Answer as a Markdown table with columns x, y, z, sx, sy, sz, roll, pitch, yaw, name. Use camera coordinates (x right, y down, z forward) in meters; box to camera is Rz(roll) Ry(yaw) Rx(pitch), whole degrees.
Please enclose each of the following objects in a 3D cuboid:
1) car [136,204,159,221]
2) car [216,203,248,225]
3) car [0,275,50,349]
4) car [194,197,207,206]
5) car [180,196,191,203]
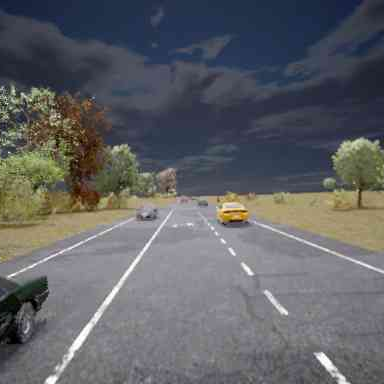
| x | y | z | sx | sy | sz | roll | pitch | yaw | name |
| --- | --- | --- | --- | --- | --- | --- | --- | --- | --- |
| -4.219 | 1.872 | 31.750 | 2.128 | 1.511 | 4.902 | -2 | 0 | -2 | car |
| 2.967 | 1.575 | 25.250 | 1.882 | 1.535 | 5.008 | -2 | 0 | -1 | car |
| -3.501 | 1.743 | 3.879 | 1.895 | 1.301 | 4.718 | -2 | 0 | -1 | car |
| 1.992 | 1.979 | 65.019 | 2.033 | 1.411 | 5.357 | -2 | 0 | -1 | car |
| -2.176 | 1.995 | 91.886 | 2.150 | 2.045 | 5.566 | -2 | 0 | -1 | car |
